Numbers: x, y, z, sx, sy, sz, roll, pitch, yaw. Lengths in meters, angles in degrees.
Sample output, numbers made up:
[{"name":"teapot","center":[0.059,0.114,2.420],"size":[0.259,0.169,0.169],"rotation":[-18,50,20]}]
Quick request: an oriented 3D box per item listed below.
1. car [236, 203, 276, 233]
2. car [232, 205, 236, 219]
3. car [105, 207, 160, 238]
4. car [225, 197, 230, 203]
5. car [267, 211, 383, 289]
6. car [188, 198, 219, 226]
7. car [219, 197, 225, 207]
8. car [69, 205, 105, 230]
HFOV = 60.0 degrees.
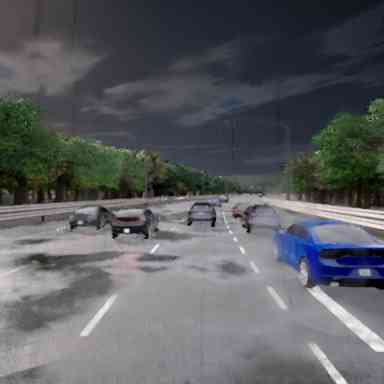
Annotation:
[{"name":"car","center":[4.037,1.499,19.991],"size":[2.033,1.649,4.856],"rotation":[0,0,3]},{"name":"car","center":[4.735,1.668,30.643],"size":[1.994,1.385,4.181],"rotation":[0,0,5]},{"name":"car","center":[-2.933,1.557,17.925],"size":[1.837,1.490,4.892],"rotation":[0,0,3]},{"name":"car","center":[7.672,1.819,77.571],"size":[1.812,1.442,4.674],"rotation":[0,0,11]},{"name":"car","center":[3.623,1.511,9.325],"size":[1.882,1.535,5.008],"rotation":[0,0,1]},{"name":"car","center":[0.779,1.509,24.400],"size":[2.033,1.649,4.856],"rotation":[0,0,4]},{"name":"car","center":[3.844,1.738,53.972],"size":[2.033,1.411,5.357],"rotation":[0,0,8]},{"name":"car","center":[-6.281,1.584,21.318],"size":[1.812,1.442,4.674],"rotation":[0,0,3]}]
